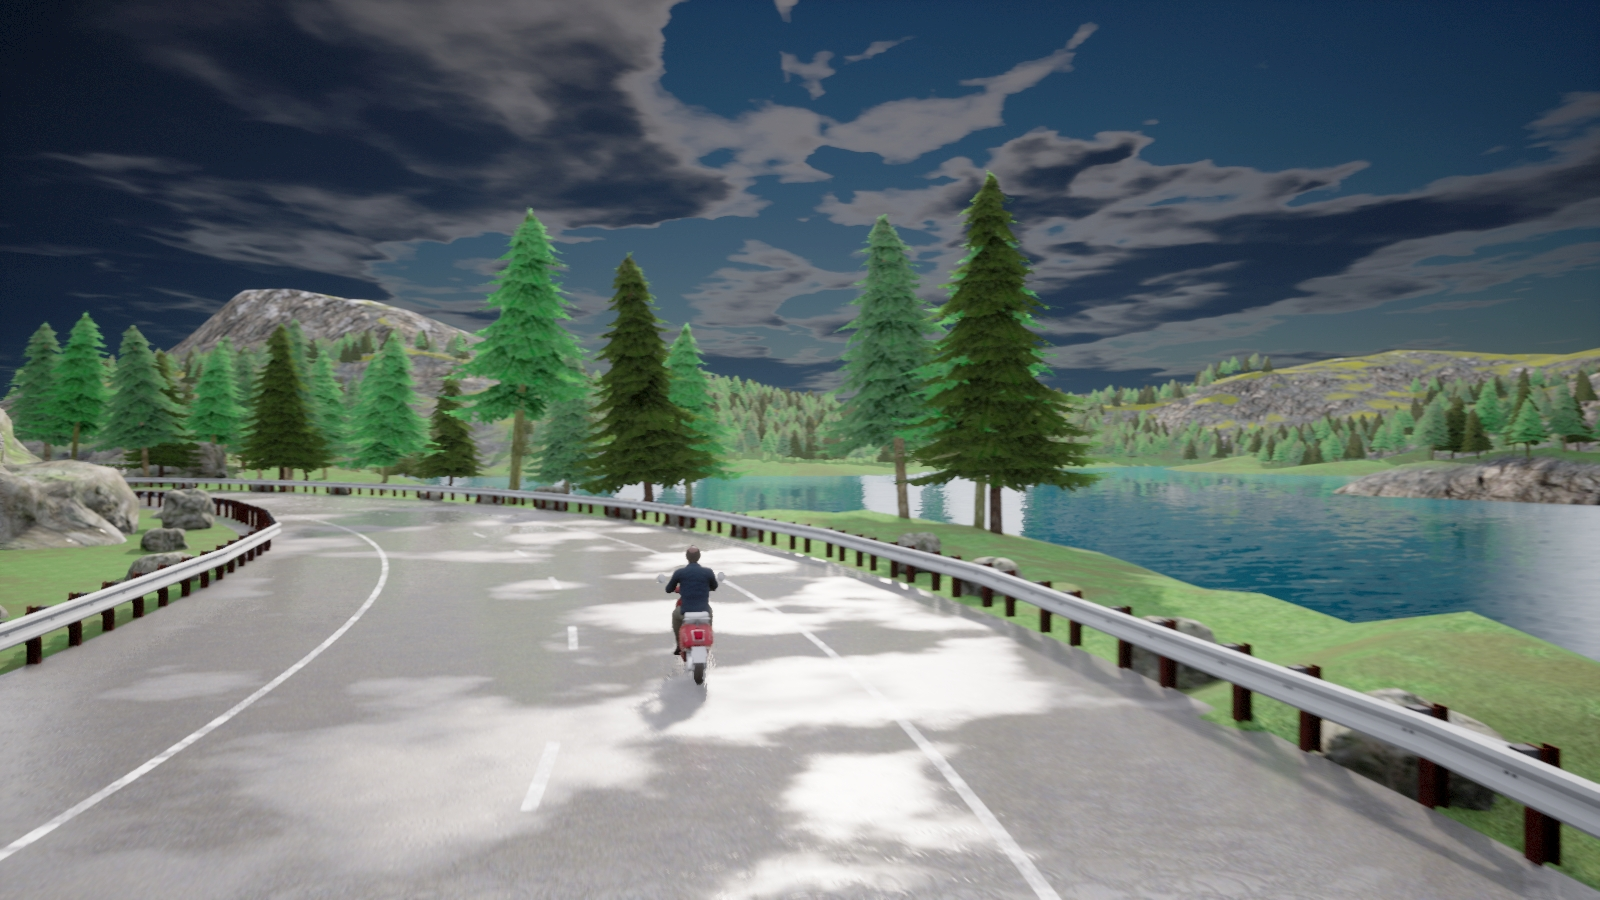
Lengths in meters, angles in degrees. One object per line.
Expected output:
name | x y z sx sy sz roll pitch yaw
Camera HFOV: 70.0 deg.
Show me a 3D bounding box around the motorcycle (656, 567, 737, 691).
motorcycle | -1.321 2.183 14.283 0.856 1.236 1.805 -1 0 -10
